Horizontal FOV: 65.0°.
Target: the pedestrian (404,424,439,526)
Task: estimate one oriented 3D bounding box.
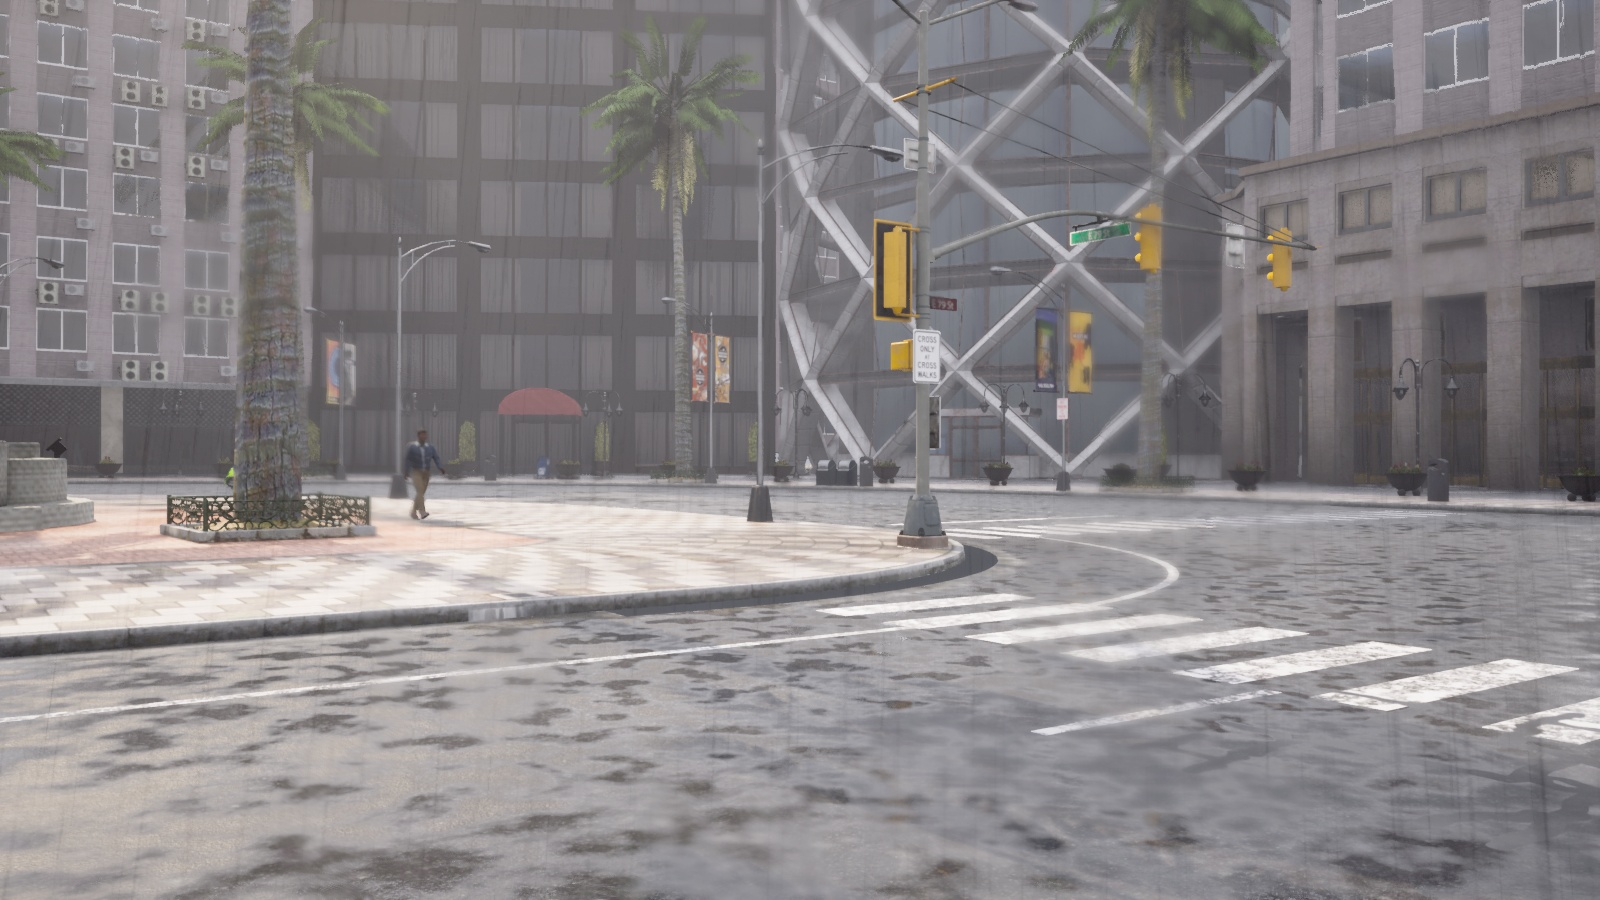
[{"bbox_3d":[-7.403,0.477,24.538,0.423,1.949,0.788,0,0,-36],"label":"pedestrian"}]

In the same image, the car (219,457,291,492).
[{"bbox_3d":[-21.885,0.970,50.485,2.207,1.376,1.481,0,0,4],"label":"car"}]
